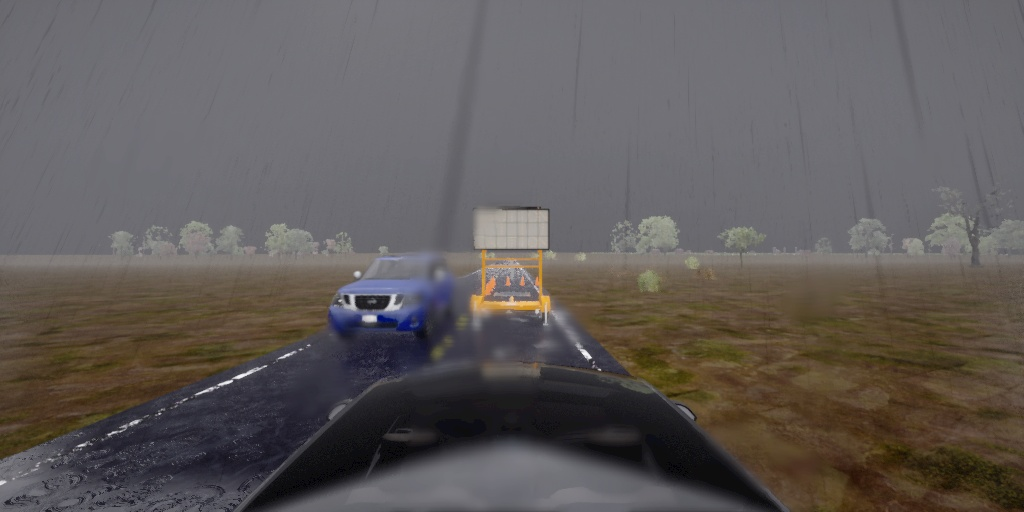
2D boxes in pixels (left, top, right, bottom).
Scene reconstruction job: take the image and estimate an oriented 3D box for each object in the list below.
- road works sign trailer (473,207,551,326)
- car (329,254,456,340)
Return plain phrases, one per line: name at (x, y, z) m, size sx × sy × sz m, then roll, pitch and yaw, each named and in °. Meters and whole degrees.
road works sign trailer at (0.002, 0.214, 11.605) m, size 2.380 × 3.560 × 2.880 m, roll 0°, pitch 0°, yaw 0°
car at (-2.999, 0.971, 10.337) m, size 2.150 × 2.045 × 5.566 m, roll 0°, pitch 0°, yaw 0°
